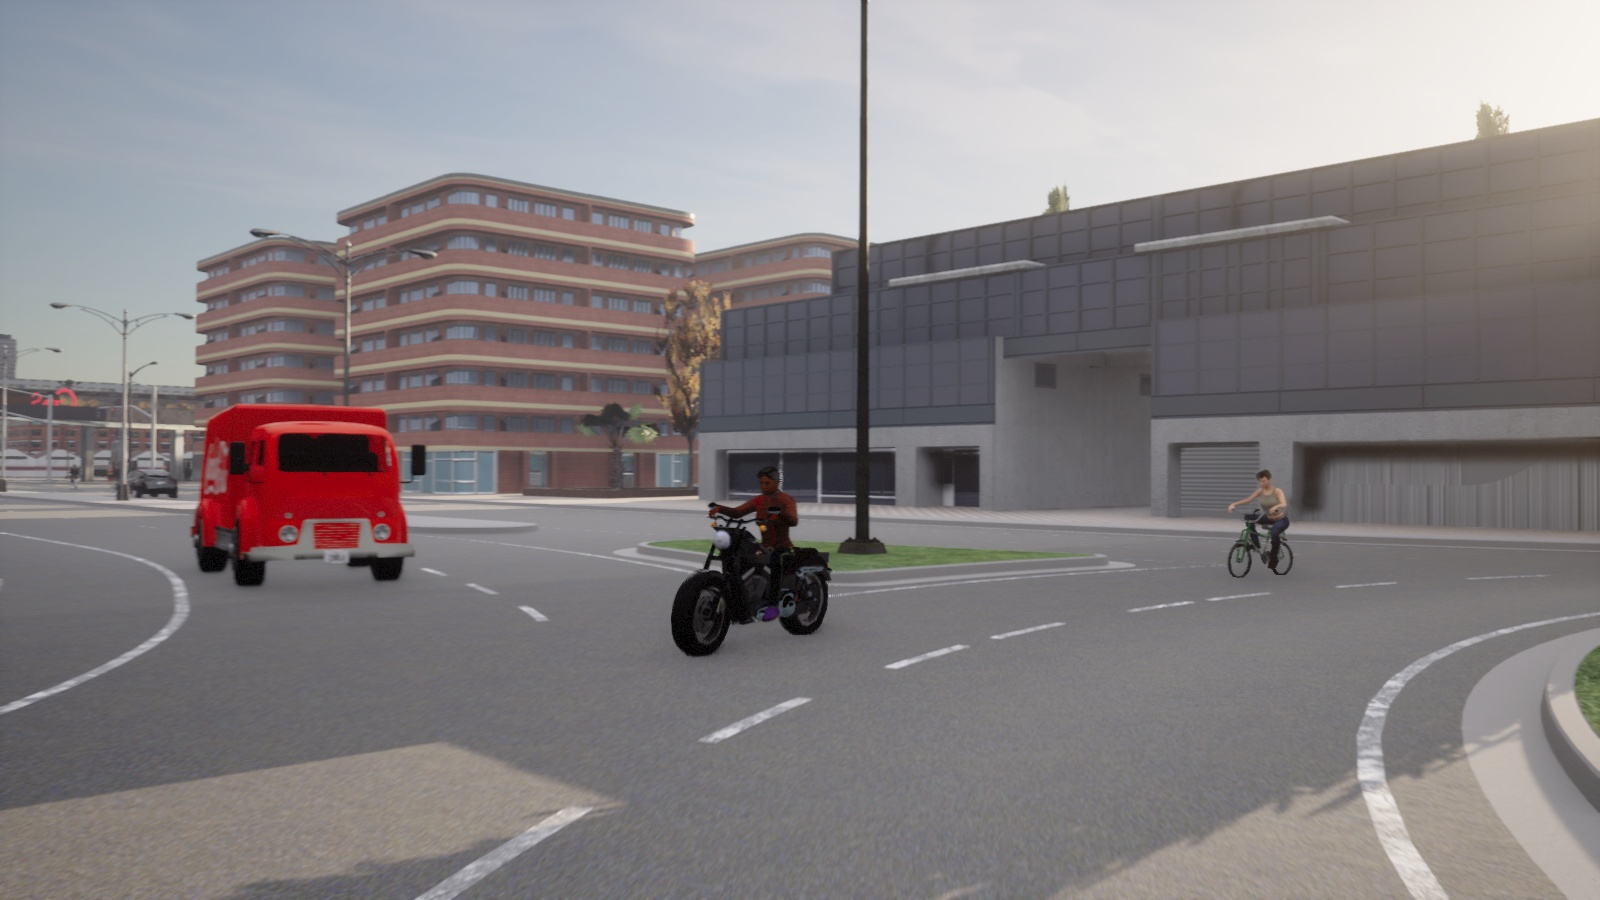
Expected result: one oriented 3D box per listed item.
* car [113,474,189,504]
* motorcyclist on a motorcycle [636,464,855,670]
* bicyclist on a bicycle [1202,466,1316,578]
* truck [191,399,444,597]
[{"bbox_3d":[-33.123,1.971,64.034,2.163,1.488,4.792,1,-1,-44],"label":"car"},{"bbox_3d":[-0.418,0.956,11.309,0.766,1.649,2.350,0,-1,32],"label":"motorcyclist on a motorcycle"},{"bbox_3d":[6.907,1.050,18.892,1.509,1.612,0.866,0,-1,-32],"label":"bicyclist on a bicycle"},{"bbox_3d":[-7.301,0.664,18.600,2.627,2.467,5.204,0,-2,-31],"label":"truck"}]
